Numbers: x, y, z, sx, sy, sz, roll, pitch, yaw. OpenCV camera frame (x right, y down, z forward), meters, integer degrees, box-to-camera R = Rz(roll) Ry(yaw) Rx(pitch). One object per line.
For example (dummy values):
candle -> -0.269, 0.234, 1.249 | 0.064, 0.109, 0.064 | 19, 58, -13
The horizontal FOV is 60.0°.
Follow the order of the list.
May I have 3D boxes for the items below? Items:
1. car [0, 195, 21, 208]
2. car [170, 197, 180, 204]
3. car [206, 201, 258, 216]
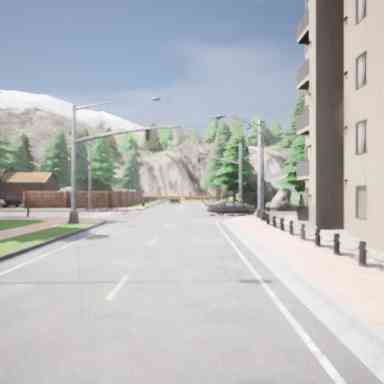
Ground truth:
car -> -24.996, 1.199, 44.764 | 1.932, 1.855, 4.605 | 0, 0, -1
car -> -3.465, 1.654, 66.925 | 1.895, 1.301, 4.718 | 0, 0, 0
car -> 4.068, 1.571, 32.525 | 5.357, 1.411, 2.033 | 0, 0, -1
